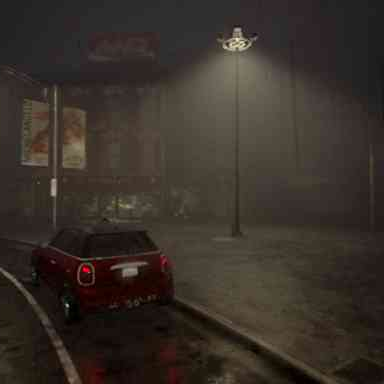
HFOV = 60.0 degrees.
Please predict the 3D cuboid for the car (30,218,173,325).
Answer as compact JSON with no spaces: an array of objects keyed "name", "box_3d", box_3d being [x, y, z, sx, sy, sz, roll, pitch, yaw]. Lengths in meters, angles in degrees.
[{"name":"car","box_3d":[-2.356,1.522,7.851,2.097,1.767,4.553,1,-1,-35]}]
